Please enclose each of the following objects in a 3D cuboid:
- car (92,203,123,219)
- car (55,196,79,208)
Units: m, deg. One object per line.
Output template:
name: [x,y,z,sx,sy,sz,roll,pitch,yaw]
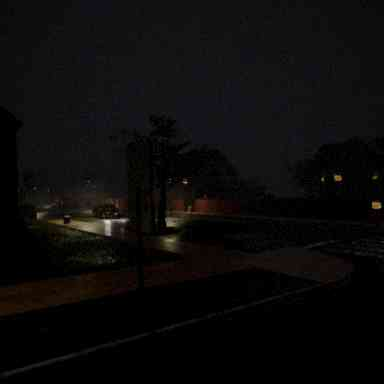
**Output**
car: [-8.934,1.974,34.806,1.837,1.490,4.892,-2,1,-36]
car: [-17.923,1.541,47.398,2.150,2.045,5.566,-2,1,-36]
